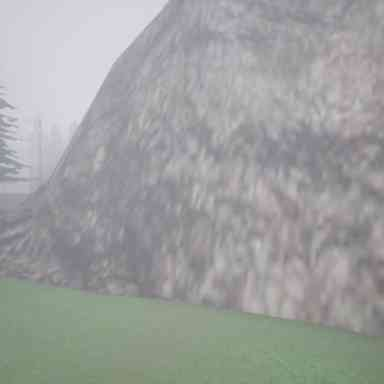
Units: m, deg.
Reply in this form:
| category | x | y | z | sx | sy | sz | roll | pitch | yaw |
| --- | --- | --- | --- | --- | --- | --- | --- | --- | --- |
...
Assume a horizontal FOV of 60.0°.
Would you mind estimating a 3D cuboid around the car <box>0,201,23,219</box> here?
| category | x | y | z | sx | sy | sz | roll | pitch | yaw |
| --- | --- | --- | --- | --- | --- | --- | --- | --- | --- |
| car | -16.156 | 1.507 | 26.671 | 2.128 | 1.511 | 4.902 | 0 | 0 | 29 |
